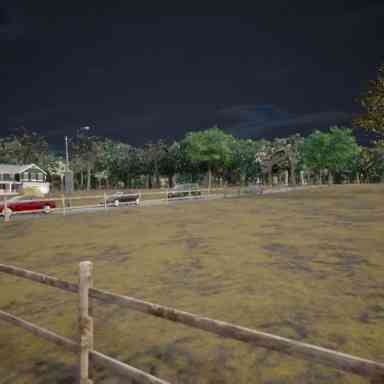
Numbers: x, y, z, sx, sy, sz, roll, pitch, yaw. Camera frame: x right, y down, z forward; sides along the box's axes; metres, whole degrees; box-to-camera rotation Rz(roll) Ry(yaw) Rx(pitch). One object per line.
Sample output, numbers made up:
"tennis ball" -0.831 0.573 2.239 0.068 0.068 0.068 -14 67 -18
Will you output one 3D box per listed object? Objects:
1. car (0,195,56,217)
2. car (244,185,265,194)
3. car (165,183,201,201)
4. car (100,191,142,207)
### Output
"car" -13.175 1.026 25.887 1.882 1.535 5.008 -3 1 35
"car" 10.087 -0.397 53.443 1.994 1.385 4.181 -3 1 36
"car" -1.071 -0.034 42.864 2.150 2.045 5.566 -3 1 36
"car" -7.240 0.663 34.208 1.837 1.490 4.892 -3 1 36
